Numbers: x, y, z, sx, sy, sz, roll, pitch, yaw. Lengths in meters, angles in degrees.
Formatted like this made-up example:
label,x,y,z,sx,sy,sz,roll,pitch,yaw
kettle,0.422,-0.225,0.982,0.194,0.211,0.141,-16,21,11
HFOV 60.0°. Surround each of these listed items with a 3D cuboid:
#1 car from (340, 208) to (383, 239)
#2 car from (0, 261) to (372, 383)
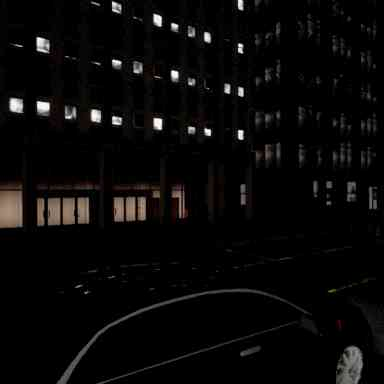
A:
label,x,y,z,sx,sy,sz,roll,pitch,yaw
car,9.370,1.546,17.110,4.403,1.369,2.008,0,0,-36
car,-0.063,1.507,3.388,4.892,1.490,1.837,-1,0,-35
